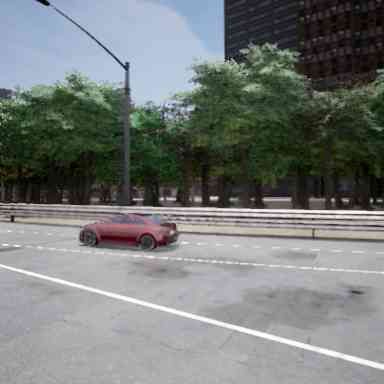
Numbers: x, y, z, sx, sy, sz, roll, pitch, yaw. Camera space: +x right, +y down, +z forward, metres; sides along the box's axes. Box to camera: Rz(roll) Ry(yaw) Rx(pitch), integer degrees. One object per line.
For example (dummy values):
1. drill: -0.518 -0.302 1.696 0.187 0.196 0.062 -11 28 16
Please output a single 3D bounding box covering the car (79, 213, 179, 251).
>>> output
1. car: -2.653 1.589 14.043 4.181 1.385 1.994 0 0 21
